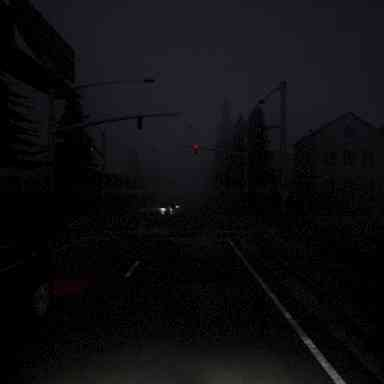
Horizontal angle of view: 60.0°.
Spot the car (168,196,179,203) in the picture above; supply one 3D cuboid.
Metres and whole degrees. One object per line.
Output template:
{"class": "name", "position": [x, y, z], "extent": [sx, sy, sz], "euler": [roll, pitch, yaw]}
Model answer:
{"class": "car", "position": [-3.528, 1.372, 65.498], "extent": [1.895, 1.301, 4.718], "euler": [0, 0, 0]}

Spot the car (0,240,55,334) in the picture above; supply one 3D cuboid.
{"class": "car", "position": [-3.588, 1.500, 4.579], "extent": [2.128, 1.511, 4.902], "euler": [0, 0, 0]}

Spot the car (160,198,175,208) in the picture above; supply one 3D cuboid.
{"class": "car", "position": [-3.595, 1.657, 49.550], "extent": [1.994, 1.385, 4.181], "euler": [0, 0, 0]}
